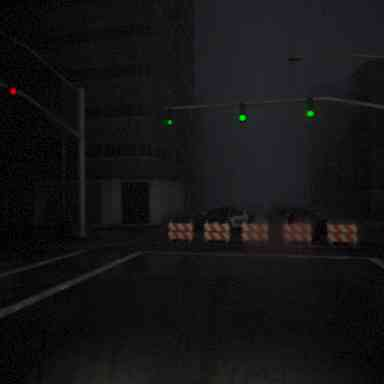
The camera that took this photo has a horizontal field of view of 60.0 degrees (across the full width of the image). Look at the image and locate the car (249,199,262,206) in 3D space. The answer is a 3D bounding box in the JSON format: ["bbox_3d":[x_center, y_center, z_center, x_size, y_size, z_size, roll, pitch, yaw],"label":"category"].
[{"bbox_3d":[10.280,1.942,54.080,2.038,1.542,4.974,-1,-1,13],"label":"car"}]

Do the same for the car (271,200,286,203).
[{"bbox_3d":[11.673,1.823,45.000,2.038,1.542,4.974,-1,-1,13],"label":"car"}]

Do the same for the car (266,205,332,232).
[{"bbox_3d":[5.944,1.441,19.078,1.853,1.218,4.536,-1,-1,-7],"label":"car"}]

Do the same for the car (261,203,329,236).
[{"bbox_3d":[5.952,1.598,19.024,2.038,1.542,4.974,-1,-1,-7],"label":"car"}]

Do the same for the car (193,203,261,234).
[{"bbox_3d":[1.973,1.660,20.274,2.038,1.542,4.974,-1,-1,38],"label":"car"}]

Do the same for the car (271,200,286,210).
[{"bbox_3d":[11.682,1.666,45.052,1.853,1.218,4.536,-1,-1,13],"label":"car"}]

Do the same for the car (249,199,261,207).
[{"bbox_3d":[10.290,1.785,54.132,1.853,1.218,4.536,-1,-1,13],"label":"car"}]

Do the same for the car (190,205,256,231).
[{"bbox_3d":[2.002,1.502,20.317,1.853,1.218,4.536,-1,-1,38],"label":"car"}]
